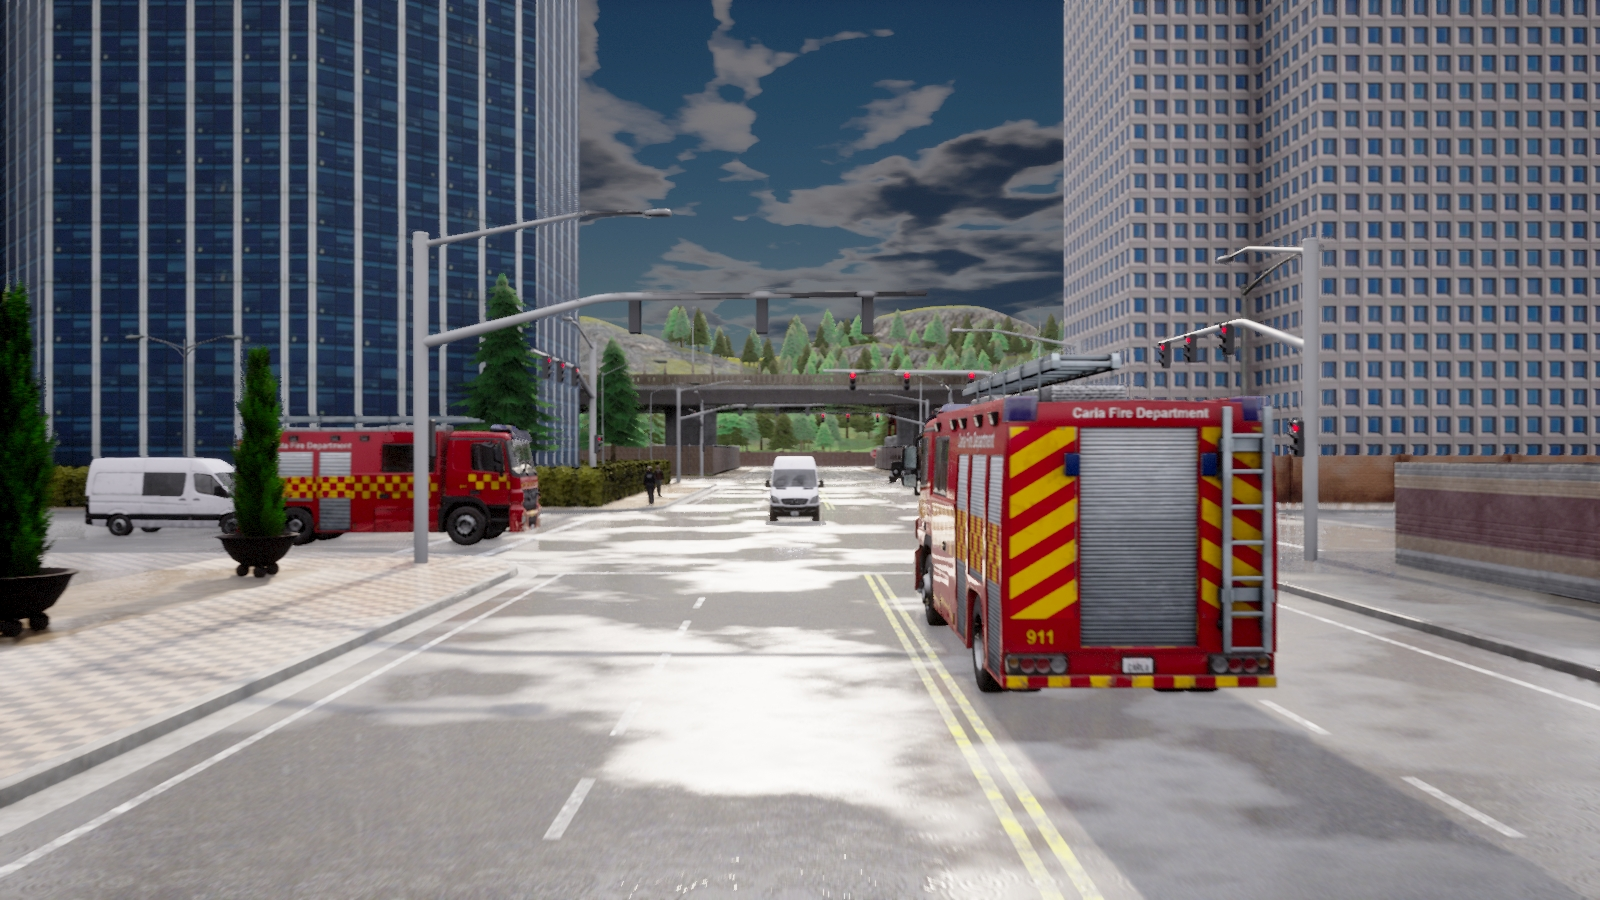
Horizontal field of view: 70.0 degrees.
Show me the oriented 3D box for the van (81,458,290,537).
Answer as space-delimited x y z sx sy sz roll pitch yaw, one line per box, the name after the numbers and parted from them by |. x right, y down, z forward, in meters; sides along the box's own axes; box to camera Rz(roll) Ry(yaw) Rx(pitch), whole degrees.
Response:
-20.464 1.539 38.202 5.915 2.561 1.988 0 0 0 | van

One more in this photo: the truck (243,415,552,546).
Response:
-12.137 0.895 35.043 8.468 3.827 2.891 0 0 -1 | truck

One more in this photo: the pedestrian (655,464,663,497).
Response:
-7.870 1.704 63.826 0.375 1.860 0.375 0 0 2 | pedestrian

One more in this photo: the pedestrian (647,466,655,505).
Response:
-7.128 1.703 54.518 0.375 1.860 0.375 0 0 -9 | pedestrian

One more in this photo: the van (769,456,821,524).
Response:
-0.220 1.539 46.696 1.988 2.561 5.915 0 0 0 | van

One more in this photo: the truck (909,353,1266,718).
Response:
3.417 0.893 16.206 2.891 3.827 8.468 0 0 0 | truck
